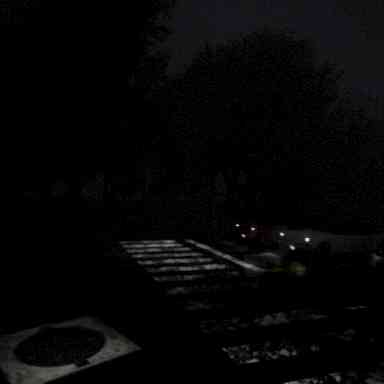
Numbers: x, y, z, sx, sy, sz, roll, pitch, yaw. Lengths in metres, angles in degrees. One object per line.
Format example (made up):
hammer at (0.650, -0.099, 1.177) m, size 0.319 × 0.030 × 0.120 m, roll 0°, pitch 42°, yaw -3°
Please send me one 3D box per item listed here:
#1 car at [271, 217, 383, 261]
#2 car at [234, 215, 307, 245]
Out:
car at (5.735, 1.790, 12.976) m, size 4.718 × 1.301 × 1.895 m, roll 2°, pitch 0°, yaw -21°
car at (4.420, 1.749, 15.962) m, size 4.718 × 1.301 × 1.895 m, roll 2°, pitch 0°, yaw -20°
